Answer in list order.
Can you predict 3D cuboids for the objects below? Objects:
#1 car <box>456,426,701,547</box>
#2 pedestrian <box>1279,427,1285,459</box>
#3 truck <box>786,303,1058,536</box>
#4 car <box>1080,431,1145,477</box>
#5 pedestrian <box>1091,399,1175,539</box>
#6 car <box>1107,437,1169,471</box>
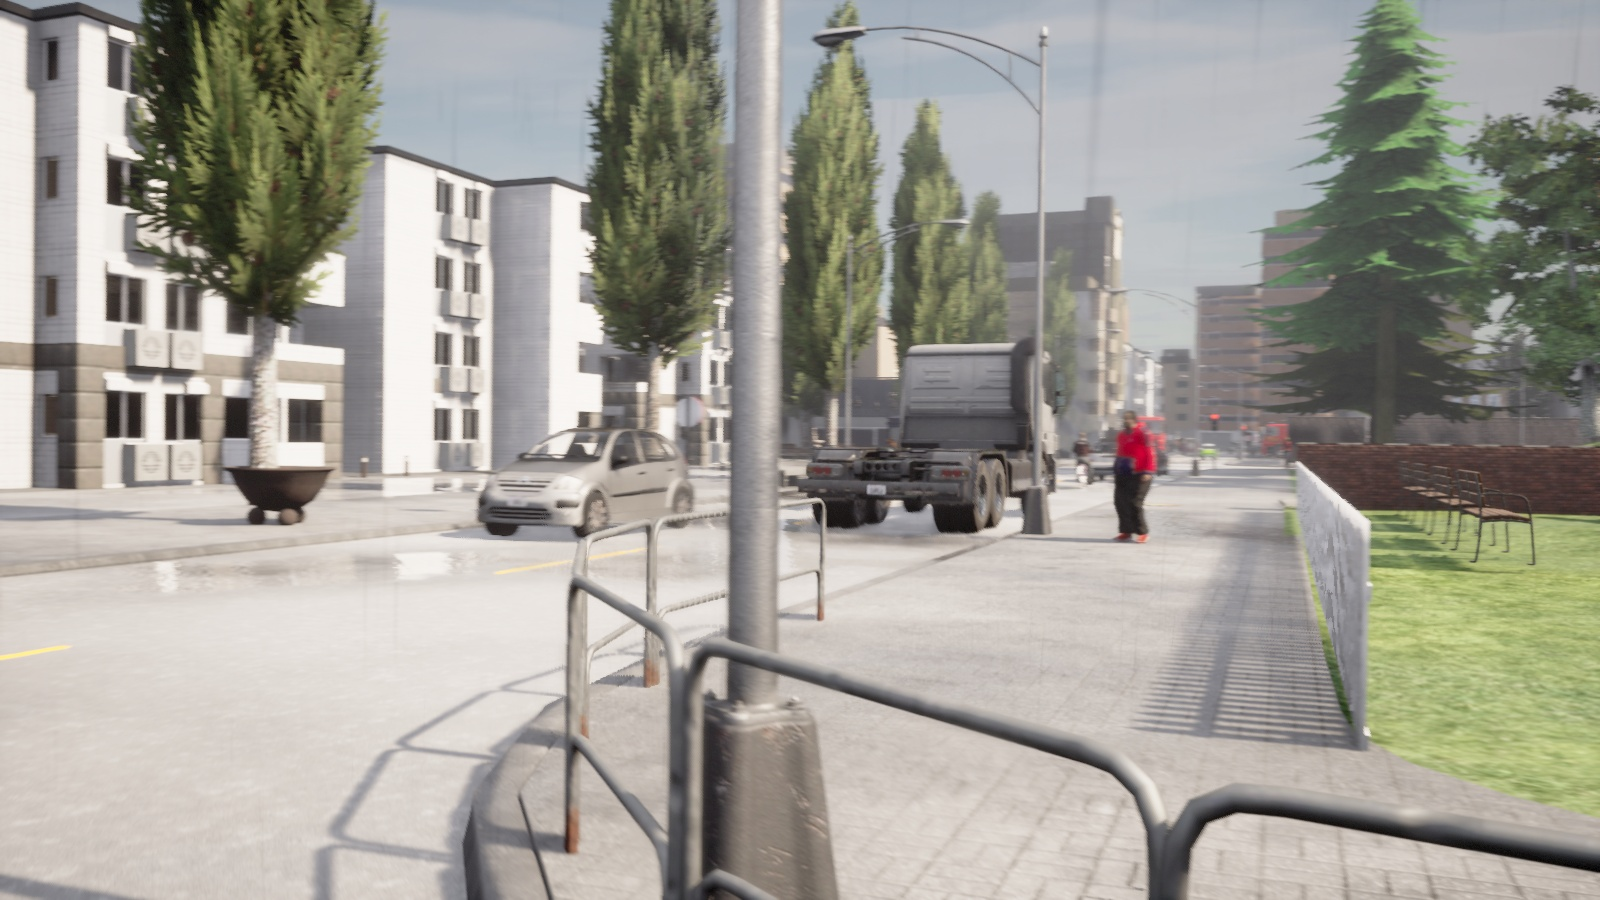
[{"bbox_3d":[-3.195,0.464,18.990,1.851,1.617,3.988,0,1,21],"label":"car"},{"bbox_3d":[27.388,-0.398,71.351,0.331,1.846,0.636,0,1,21],"label":"pedestrian"},{"bbox_3d":[2.568,-0.488,22.878,2.891,3.462,7.936,0,1,21],"label":"truck"},{"bbox_3d":[11.606,0.107,46.522,1.851,1.617,3.988,0,1,21],"label":"car"},{"bbox_3d":[4.518,0.249,17.050,0.899,1.844,0.634,-1,1,-25],"label":"pedestrian"},{"bbox_3d":[15.007,0.148,55.495,2.033,1.411,5.357,0,1,22],"label":"car"}]
